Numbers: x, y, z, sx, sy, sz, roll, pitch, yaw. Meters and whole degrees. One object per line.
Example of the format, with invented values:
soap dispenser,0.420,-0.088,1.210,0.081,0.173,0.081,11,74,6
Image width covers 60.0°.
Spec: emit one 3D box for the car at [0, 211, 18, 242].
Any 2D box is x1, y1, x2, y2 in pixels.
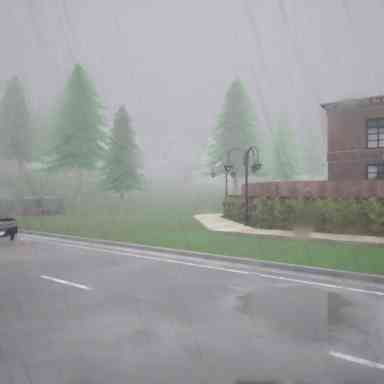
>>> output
car,-9.865,1.493,15.230,4.902,1.511,2.128,0,0,36
